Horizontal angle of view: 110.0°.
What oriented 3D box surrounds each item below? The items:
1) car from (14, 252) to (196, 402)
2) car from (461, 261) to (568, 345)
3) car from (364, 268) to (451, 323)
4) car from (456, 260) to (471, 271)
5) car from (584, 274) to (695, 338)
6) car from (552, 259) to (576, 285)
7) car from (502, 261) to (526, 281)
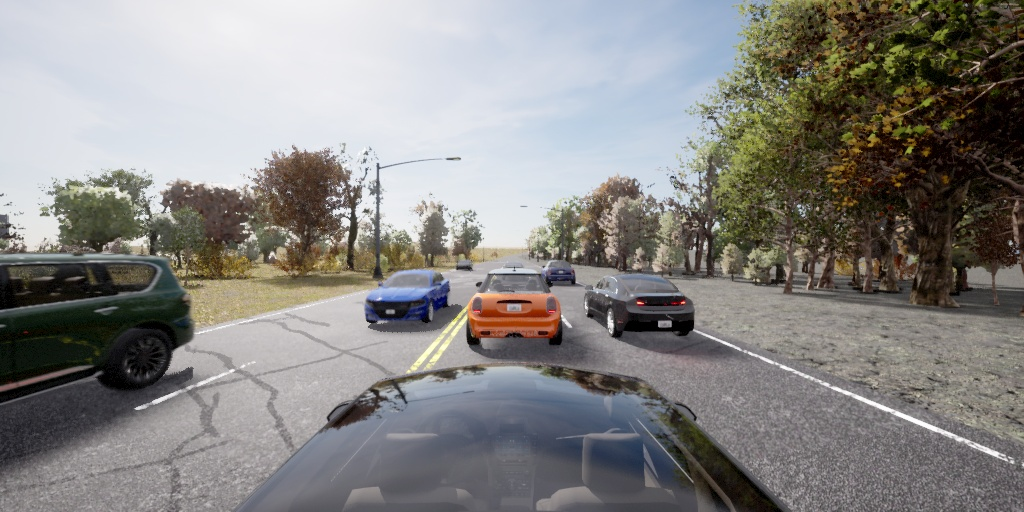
[{"bbox_3d":[-6.598,0.971,3.900,2.150,2.045,5.566,0,0,0],"label":"car"},{"bbox_3d":[0.066,1.101,9.639,2.097,1.767,4.553,0,0,0],"label":"car"},{"bbox_3d":[-3.341,1.227,12.317,1.882,1.535,5.008,0,1,0],"label":"car"},{"bbox_3d":[-6.459,1.243,49.096,1.882,1.535,5.008,0,0,0],"label":"car"},{"bbox_3d":[3.319,1.246,10.211,1.837,1.490,4.892,-1,0,0],"label":"car"},{"bbox_3d":[3.329,1.092,26.442,2.097,1.767,4.553,-1,0,0],"label":"car"},{"bbox_3d":[0.127,1.225,30.992,1.882,1.535,5.008,0,0,-1],"label":"car"}]
